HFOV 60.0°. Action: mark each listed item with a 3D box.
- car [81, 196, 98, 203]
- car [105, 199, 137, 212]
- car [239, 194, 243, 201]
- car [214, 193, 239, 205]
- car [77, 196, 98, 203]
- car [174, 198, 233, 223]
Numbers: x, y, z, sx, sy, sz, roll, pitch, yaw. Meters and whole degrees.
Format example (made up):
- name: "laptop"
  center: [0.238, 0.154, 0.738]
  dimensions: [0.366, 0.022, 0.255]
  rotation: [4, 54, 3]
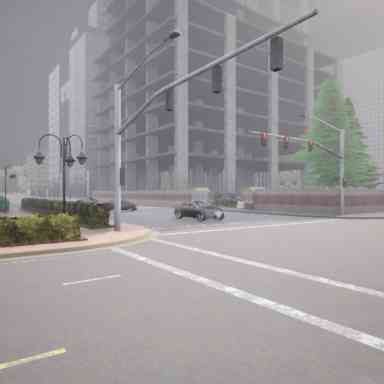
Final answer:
- name: "car"
  center: [-20.621, 1.545, 66.726]
  dimensions: [1.895, 1.301, 4.718]
  rotation: [0, 0, -36]
- name: "car"
  center: [-8.050, 1.492, 37.170]
  dimensions: [2.033, 1.411, 5.357]
  rotation: [0, 0, -36]
- name: "car"
  center: [7.433, 1.114, 55.200]
  dimensions: [1.905, 1.878, 3.866]
  rotation: [0, 0, -36]
- name: "car"
  center: [5.043, 1.114, 53.485]
  dimensions: [1.905, 1.878, 3.866]
  rotation: [0, 0, -36]
- name: "car"
  center: [-14.453, 1.451, 46.005]
  dimensions: [1.837, 1.490, 4.892]
  rotation: [0, 0, -36]
- name: "car"
  center: [0.463, 1.436, 25.451]
  dimensions: [2.128, 1.511, 4.902]
  rotation: [0, 0, -36]
